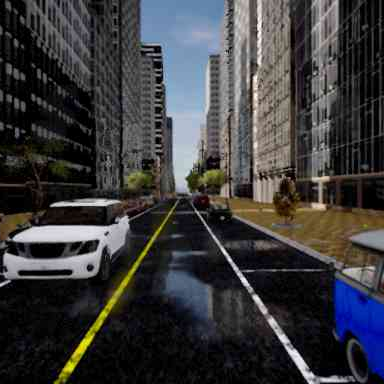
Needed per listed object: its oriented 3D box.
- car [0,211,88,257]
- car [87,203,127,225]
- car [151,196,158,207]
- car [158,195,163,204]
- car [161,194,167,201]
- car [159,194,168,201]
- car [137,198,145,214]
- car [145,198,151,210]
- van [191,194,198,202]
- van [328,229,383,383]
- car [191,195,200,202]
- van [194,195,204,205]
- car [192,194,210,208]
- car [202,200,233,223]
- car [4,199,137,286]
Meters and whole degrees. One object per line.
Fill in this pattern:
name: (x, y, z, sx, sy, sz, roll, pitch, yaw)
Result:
car: (-6.019, 1.599, 13.886, 2.008, 1.369, 4.403, -1, 0, -1)
car: (-6.302, 1.613, 25.249, 2.008, 1.369, 4.403, -1, 0, -1)
car: (-7.004, 1.622, 53.489, 1.752, 1.417, 4.829, -1, 0, -1)
car: (-7.291, 1.676, 65.023, 1.947, 1.339, 4.313, -1, 0, -1)
car: (-7.573, 1.673, 76.387, 2.008, 1.369, 4.403, -1, 0, -1)
car: (-8.001, 1.455, 93.432, 2.192, 1.841, 5.009, -1, 0, -1)
car: (-6.584, 1.658, 36.613, 1.802, 1.307, 4.206, -1, 0, -1)
car: (-6.727, 1.523, 42.295, 1.967, 1.590, 4.097, -1, 0, -1)
van: (0.660, 1.426, 82.277, 1.690, 1.788, 3.998, -1, 0, -1)
van: (2.638, 1.331, 2.731, 1.690, 1.788, 3.998, -1, 0, -1)
car: (0.802, 1.519, 76.595, 1.967, 1.590, 4.097, -1, 0, -1)
van: (1.225, 1.401, 59.550, 1.690, 1.788, 3.998, -1, 0, -1)
car: (1.507, 1.362, 48.186, 2.192, 1.841, 5.009, -1, 0, -1)
car: (2.076, 1.569, 25.457, 2.008, 1.369, 4.403, -1, 0, -1)
car: (-3.224, 1.251, 9.886, 2.150, 2.045, 5.566, 0, 0, -1)
